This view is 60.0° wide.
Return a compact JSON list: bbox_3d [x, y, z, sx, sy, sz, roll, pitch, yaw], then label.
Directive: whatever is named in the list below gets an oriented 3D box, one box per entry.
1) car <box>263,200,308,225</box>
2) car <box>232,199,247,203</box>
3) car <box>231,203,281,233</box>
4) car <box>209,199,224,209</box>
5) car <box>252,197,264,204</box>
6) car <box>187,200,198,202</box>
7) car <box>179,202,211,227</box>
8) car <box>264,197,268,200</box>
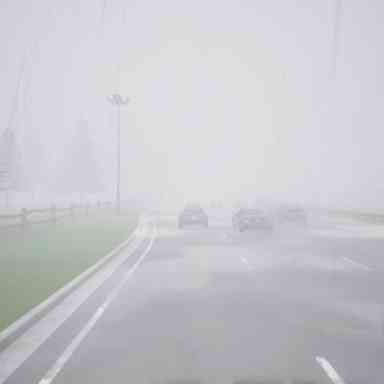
[{"bbox_3d":[7.100,1.607,24.940,2.128,1.511,4.902,0,0,0],"label":"car"},{"bbox_3d":[7.098,1.721,49.509,2.128,1.511,4.902,0,0,0],"label":"car"},{"bbox_3d":[3.600,1.643,20.482,2.033,1.411,5.357,0,0,0],"label":"car"},{"bbox_3d":[3.599,1.795,49.833,1.994,1.385,4.181,0,0,0],"label":"car"},{"bbox_3d":[10.499,1.588,50.893,2.097,1.767,4.553,0,0,0],"label":"car"},{"bbox_3d":[0.101,1.824,48.197,1.895,1.301,4.718,0,0,0],"label":"car"},{"bbox_3d":[0.100,1.674,23.650,1.994,1.385,4.181,0,0,0],"label":"car"},{"bbox_3d":[10.499,1.693,40.503,1.837,1.490,4.892,0,0,0],"label":"car"}]
